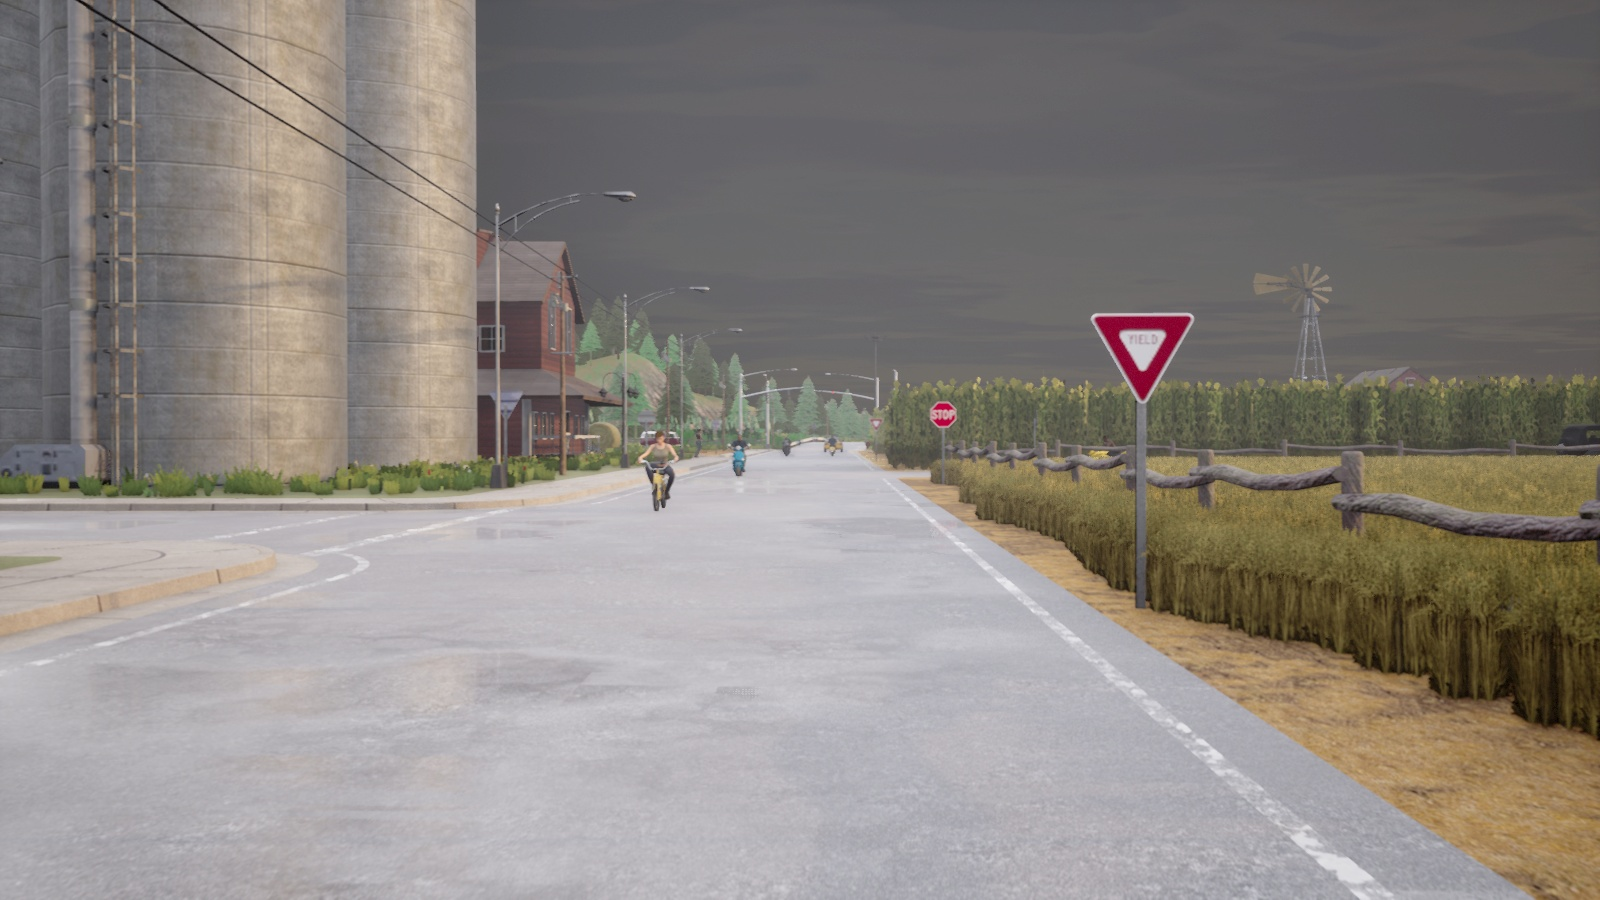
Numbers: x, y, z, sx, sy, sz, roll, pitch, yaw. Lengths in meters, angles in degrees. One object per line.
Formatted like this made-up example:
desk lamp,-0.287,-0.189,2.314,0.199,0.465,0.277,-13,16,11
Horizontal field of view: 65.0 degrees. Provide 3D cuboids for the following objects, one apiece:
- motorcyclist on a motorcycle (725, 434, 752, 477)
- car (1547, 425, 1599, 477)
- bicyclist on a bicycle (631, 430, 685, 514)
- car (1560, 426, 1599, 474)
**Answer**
motorcyclist on a motorcycle,-2.274,0.197,46.744,0.866,1.590,1.817,0,1,2
car,30.532,0.017,47.091,3.866,1.878,1.905,0,1,2
bicyclist on a bicycle,-2.829,0.412,25.150,0.866,1.612,1.509,0,1,2
car,32.855,-0.029,50.127,3.866,1.878,1.905,0,1,2
